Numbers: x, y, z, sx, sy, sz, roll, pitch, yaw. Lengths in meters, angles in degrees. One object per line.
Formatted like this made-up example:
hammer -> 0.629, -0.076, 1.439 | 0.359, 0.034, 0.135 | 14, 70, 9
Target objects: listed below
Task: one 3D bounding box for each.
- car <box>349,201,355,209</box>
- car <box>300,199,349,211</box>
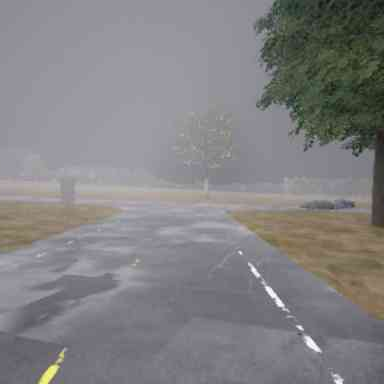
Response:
car -> 21.878, 1.774, 50.257 | 5.008, 1.535, 1.882 | 1, 0, 1
car -> 16.920, 1.688, 43.355 | 5.357, 1.411, 2.033 | 2, 0, 1
